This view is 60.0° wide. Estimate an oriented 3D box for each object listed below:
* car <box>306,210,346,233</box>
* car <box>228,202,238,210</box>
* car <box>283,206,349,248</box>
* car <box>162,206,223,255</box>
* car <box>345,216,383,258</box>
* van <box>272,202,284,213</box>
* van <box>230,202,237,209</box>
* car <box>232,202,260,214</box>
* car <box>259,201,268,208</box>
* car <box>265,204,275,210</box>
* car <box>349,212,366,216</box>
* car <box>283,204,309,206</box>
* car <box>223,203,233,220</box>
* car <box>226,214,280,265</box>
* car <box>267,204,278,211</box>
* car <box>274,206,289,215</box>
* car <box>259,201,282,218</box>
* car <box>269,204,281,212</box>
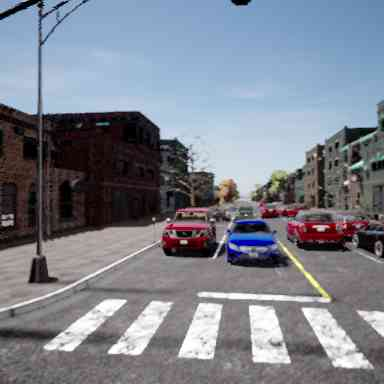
[{"bbox_3d":[10.033,2.141,25.286,1.752,1.417,4.829,-1,-1,9],"label":"car"},{"bbox_3d":[10.015,3.283,81.218,2.192,1.841,5.009,-1,-1,9],"label":"car"},{"bbox_3d":[6.171,1.772,17.172,2.097,1.767,4.553,0,-1,9],"label":"car"},{"bbox_3d":[0.061,1.693,15.405,2.192,1.841,5.009,-1,-1,9],"label":"car"},{"bbox_3d":[8.349,1.912,14.148,1.947,1.339,4.313,-1,-1,9],"label":"car"},{"bbox_3d":[14.983,2.748,58.029,1.690,1.788,3.998,-1,-1,9],"label":"van"},{"bbox_3d":[10.844,3.442,86.701,1.690,1.788,3.998,-1,-1,9],"label":"van"},{"bbox_3d":[5.463,2.172,33.700,2.097,1.767,4.553,0,-1,9],"label":"car"},{"bbox_3d":[19.868,3.461,92.276,2.150,2.045,5.566,0,-1,9],"label":"car"},{"bbox_3d":[17.475,3.386,74.476,1.802,1.307,4.206,-1,-1,9],"label":"car"},{"bbox_3d":[9.178,1.919,19.635,1.967,1.590,4.097,-1,-1,9],"label":"car"},{"bbox_3d":[11.665,2.192,36.092,2.192,1.841,5.009,-1,-1,9],"label":"car"},{"bbox_3d":[3.380,2.349,37.339,1.967,1.590,4.097,-1,-1,9],"label":"car"},{"bbox_3d":[2.370,1.852,13.275,1.812,1.442,4.674,0,-1,8],"label":"car"},{"bbox_3d":[16.645,3.254,68.991,1.802,1.307,4.206,-1,-1,9],"label":"car"},{"bbox_3d":[14.157,2.857,52.538,1.802,1.307,4.206,-1,-1,9],"label":"car"},{"bbox_3d":[10.167,2.414,43.729,2.097,1.767,4.553,0,-1,9],"label":"car"},{"bbox_3d":[15.815,3.084,63.508,1.887,1.381,4.507,-1,-1,9],"label":"car"}]
